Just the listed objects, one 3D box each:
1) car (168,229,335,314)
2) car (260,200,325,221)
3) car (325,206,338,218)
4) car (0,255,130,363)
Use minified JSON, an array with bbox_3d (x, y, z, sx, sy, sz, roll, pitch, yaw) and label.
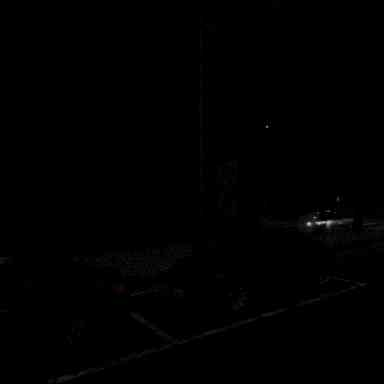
[{"bbox_3d":[1.524,1.564,7.620,4.313,1.339,1.947,0,0,-35],"label":"car"},{"bbox_3d":[7.653,1.527,27.124,2.033,1.411,5.357,0,0,-36],"label":"car"},{"bbox_3d":[10.235,1.475,29.100,1.837,1.490,4.892,0,0,-36],"label":"car"},{"bbox_3d":[-2.915,1.582,4.455,4.206,1.307,1.802,0,0,-35],"label":"car"}]
